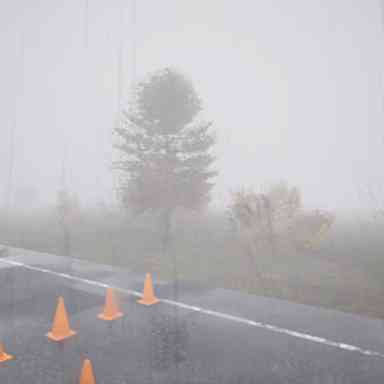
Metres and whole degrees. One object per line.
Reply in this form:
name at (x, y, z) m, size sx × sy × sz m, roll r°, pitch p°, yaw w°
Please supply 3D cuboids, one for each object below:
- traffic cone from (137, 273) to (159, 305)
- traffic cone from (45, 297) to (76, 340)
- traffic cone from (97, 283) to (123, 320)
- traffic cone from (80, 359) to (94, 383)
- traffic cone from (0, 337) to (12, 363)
traffic cone at (-0.913, 1.980, 6.906) m, size 0.340 × 0.580 × 0.340 m, roll 0°, pitch 0°, yaw 36°
traffic cone at (-2.083, 1.969, 5.285) m, size 0.340 × 0.580 × 0.340 m, roll 0°, pitch 0°, yaw 36°
traffic cone at (-1.498, 1.975, 6.095) m, size 0.340 × 0.580 × 0.340 m, roll 0°, pitch 0°, yaw 36°
traffic cone at (-1.046, 1.966, 3.303) m, size 0.340 × 0.580 × 0.340 m, roll 0°, pitch 0°, yaw 36°
traffic cone at (-2.668, 1.963, 4.474) m, size 0.340 × 0.580 × 0.340 m, roll 0°, pitch 0°, yaw 36°
